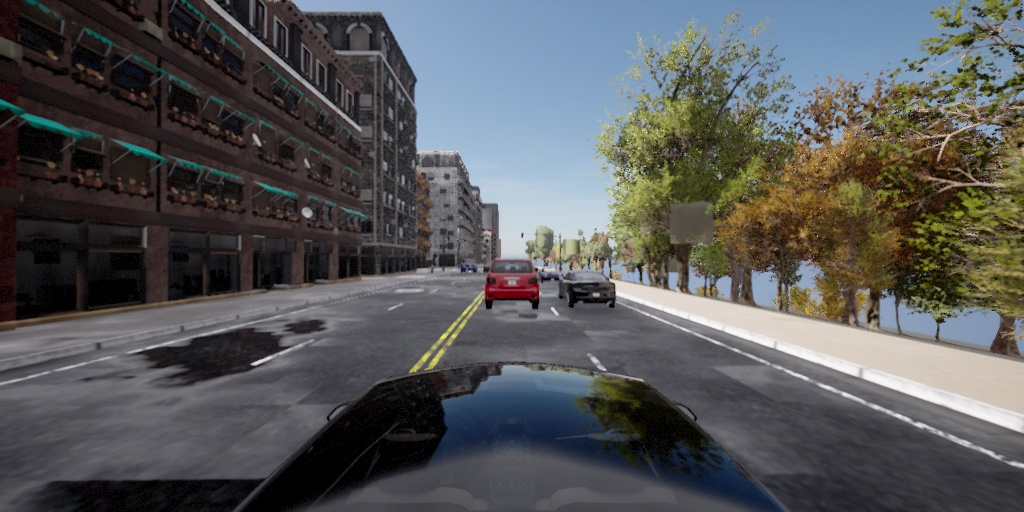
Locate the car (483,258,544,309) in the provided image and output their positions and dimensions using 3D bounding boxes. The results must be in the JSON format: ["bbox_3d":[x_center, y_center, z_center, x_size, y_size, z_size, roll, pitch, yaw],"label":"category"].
[{"bbox_3d":[0.008,1.101,15.870,2.150,2.045,5.566,0,0,0],"label":"car"}]

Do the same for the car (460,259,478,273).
[{"bbox_3d":[-6.475,1.474,54.559,2.150,2.045,5.566,0,-1,0],"label":"car"}]

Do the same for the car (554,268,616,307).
[{"bbox_3d":[3.263,1.367,16.328,1.882,1.535,5.008,0,0,0],"label":"car"}]

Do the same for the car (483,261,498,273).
[{"bbox_3d":[-3.227,1.617,54.522,2.097,1.767,4.553,0,0,0],"label":"car"}]

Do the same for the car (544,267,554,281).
[{"bbox_3d":[3.267,1.632,30.961,1.895,1.301,4.718,0,-1,0],"label":"car"}]
